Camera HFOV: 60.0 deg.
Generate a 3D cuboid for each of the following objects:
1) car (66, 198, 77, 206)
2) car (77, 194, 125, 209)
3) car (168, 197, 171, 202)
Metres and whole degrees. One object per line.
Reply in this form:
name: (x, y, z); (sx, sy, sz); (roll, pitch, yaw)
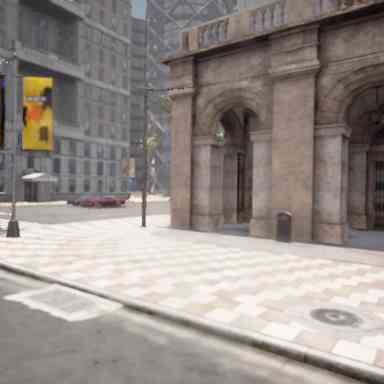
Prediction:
car: (-11.729, 0.935, 38.448); (2.033, 1.411, 5.357); (1, 1, 35)
car: (-9.469, 1.055, 35.575); (1.895, 1.301, 4.718); (1, 1, 35)
car: (-1.852, 0.942, 52.289); (1.994, 1.385, 4.181); (1, 1, 36)
